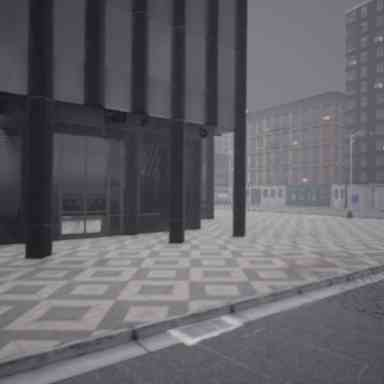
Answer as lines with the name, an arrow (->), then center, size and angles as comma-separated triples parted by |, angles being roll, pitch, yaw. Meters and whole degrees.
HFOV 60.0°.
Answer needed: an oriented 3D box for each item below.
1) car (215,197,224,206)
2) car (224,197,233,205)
car -> 3.168, 1.737, 60.741 | 1.812, 1.442, 4.674 | 1, -1, -36
car -> 5.719, 1.752, 62.709 | 1.837, 1.490, 4.892 | 1, -1, -35
